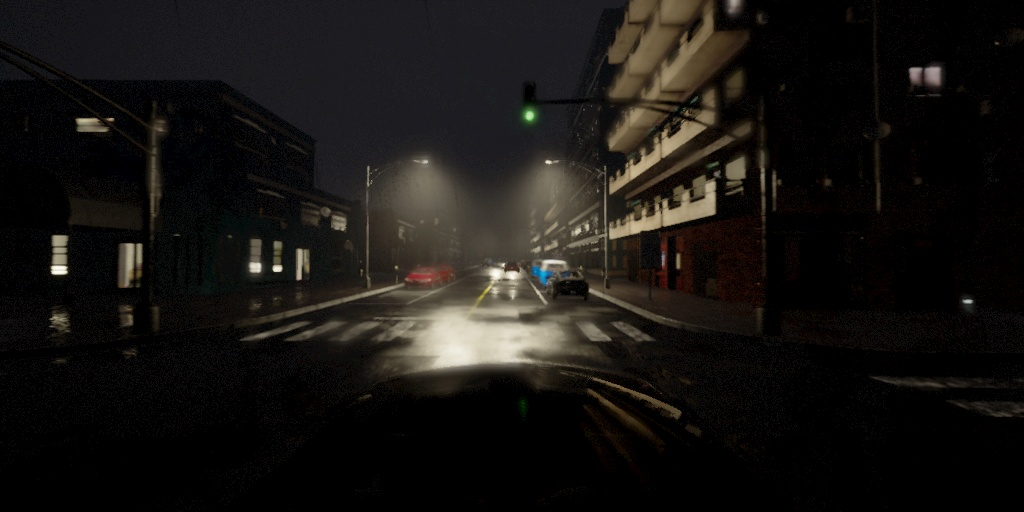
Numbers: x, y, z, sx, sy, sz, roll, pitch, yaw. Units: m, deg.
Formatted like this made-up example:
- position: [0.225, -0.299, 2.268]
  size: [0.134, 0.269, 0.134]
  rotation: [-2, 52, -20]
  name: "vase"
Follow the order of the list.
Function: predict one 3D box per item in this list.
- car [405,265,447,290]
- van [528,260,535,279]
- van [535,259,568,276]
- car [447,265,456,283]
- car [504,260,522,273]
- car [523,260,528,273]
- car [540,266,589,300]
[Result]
- position: [-5.691, 1.425, 23.493]
  size: [1.802, 1.307, 4.207]
  rotation: [0, 0, 0]
  name: "car"
- position: [2.689, 1.230, 34.691]
  size: [1.690, 1.789, 3.998]
  rotation: [0, 0, 0]
  name: "van"
- position: [2.689, 1.184, 23.528]
  size: [1.690, 1.789, 3.998]
  rotation: [0, 0, 0]
  name: "van"
- position: [-5.692, 1.411, 29.073]
  size: [1.888, 1.381, 4.507]
  rotation: [0, 0, 0]
  name: "car"
- position: [-0.003, 1.502, 47.436]
  size: [1.994, 1.385, 4.181]
  rotation: [0, 0, 0]
  name: "car"
- position: [2.688, 1.457, 46.022]
  size: [1.751, 1.417, 4.829]
  rotation: [0, 0, 0]
  name: "car"
- position: [2.690, 1.371, 17.949]
  size: [2.007, 1.370, 4.403]
  rotation: [0, 0, 0]
  name: "car"
